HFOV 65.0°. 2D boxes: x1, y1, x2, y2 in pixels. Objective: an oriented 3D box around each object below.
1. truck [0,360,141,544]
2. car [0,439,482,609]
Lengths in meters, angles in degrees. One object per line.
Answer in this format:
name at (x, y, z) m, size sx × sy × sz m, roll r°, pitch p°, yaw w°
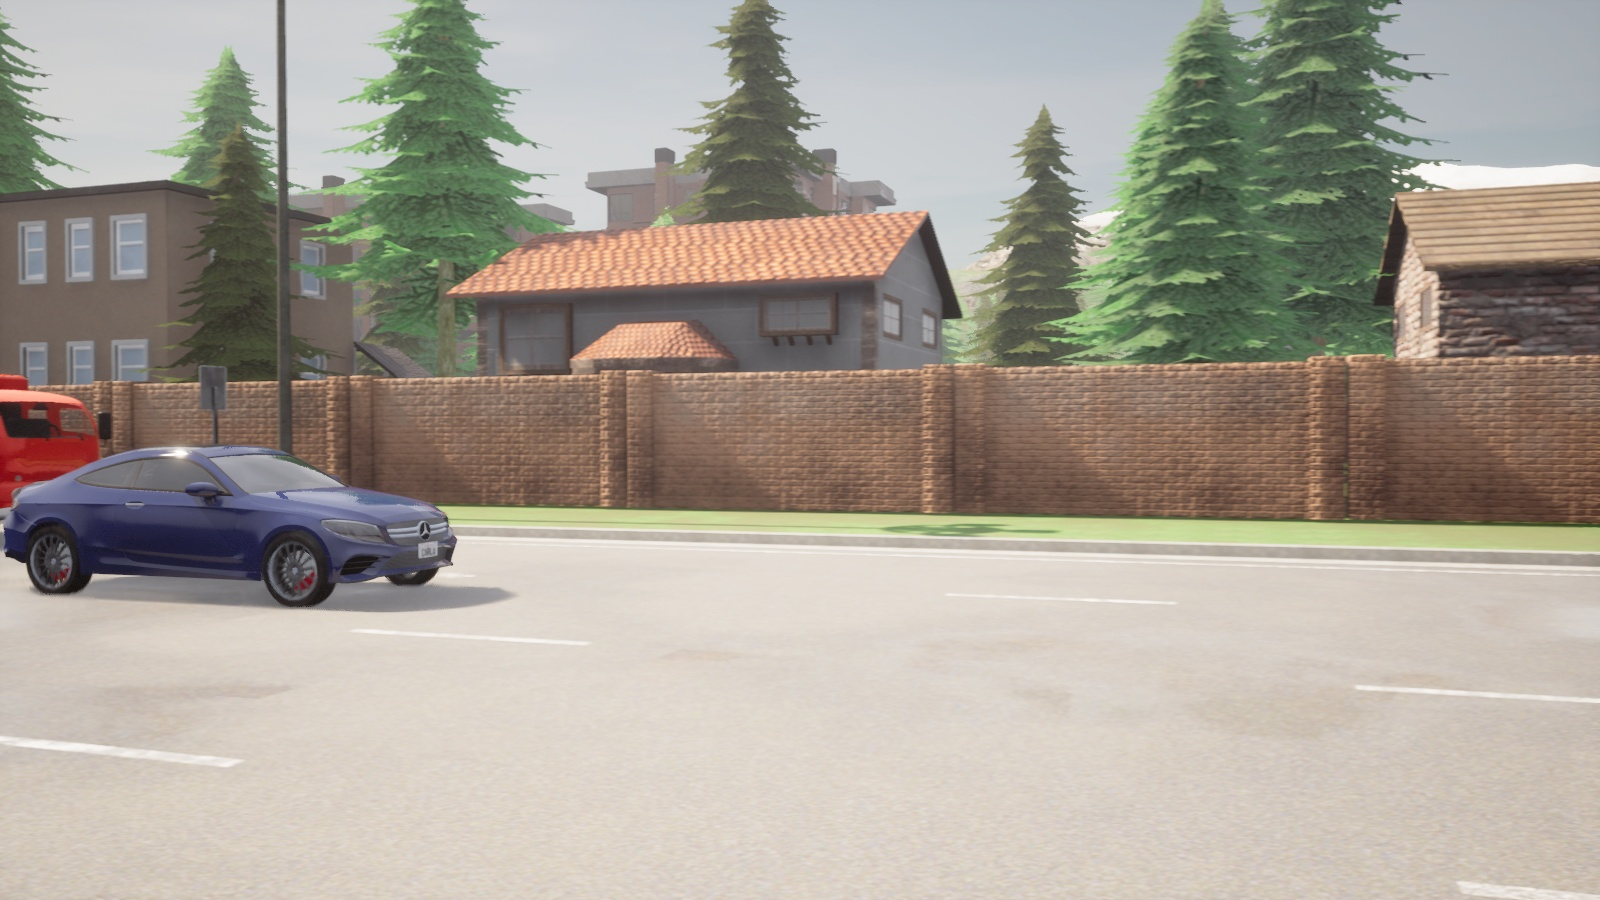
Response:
truck at (-12.871, -0.007, 18.594) m, size 5.204 × 2.467 × 2.627 m, roll 1°, pitch 1°, yaw 19°
car at (-5.693, 0.631, 12.494) m, size 4.674 × 1.442 × 1.812 m, roll 1°, pitch 1°, yaw 19°
